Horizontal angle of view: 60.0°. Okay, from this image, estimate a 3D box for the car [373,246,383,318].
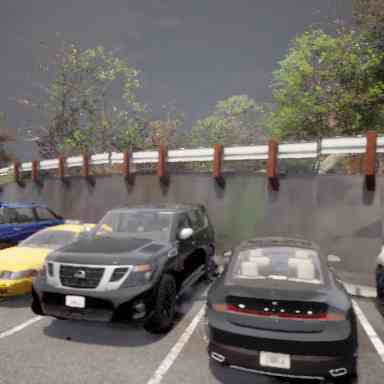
[{"bbox_3d":[3.989,1.225,4.056,2.435,2.045,5.566,-1,-1,15],"label":"car"}]

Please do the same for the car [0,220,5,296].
[{"bbox_3d":[-3.440,1.572,9.118,1.946,1.575,5.366,0,-1,16],"label":"car"}]

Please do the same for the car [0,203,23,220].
[{"bbox_3d":[-5.844,1.361,11.089,2.435,2.045,5.566,-1,-1,15],"label":"car"}]

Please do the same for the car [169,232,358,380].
[{"bbox_3d":[1.508,1.511,5.774,2.231,1.521,4.892,-1,-1,16],"label":"car"}]

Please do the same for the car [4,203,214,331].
[{"bbox_3d":[-0.949,1.292,7.513,2.435,2.045,5.566,0,-1,16],"label":"car"}]
